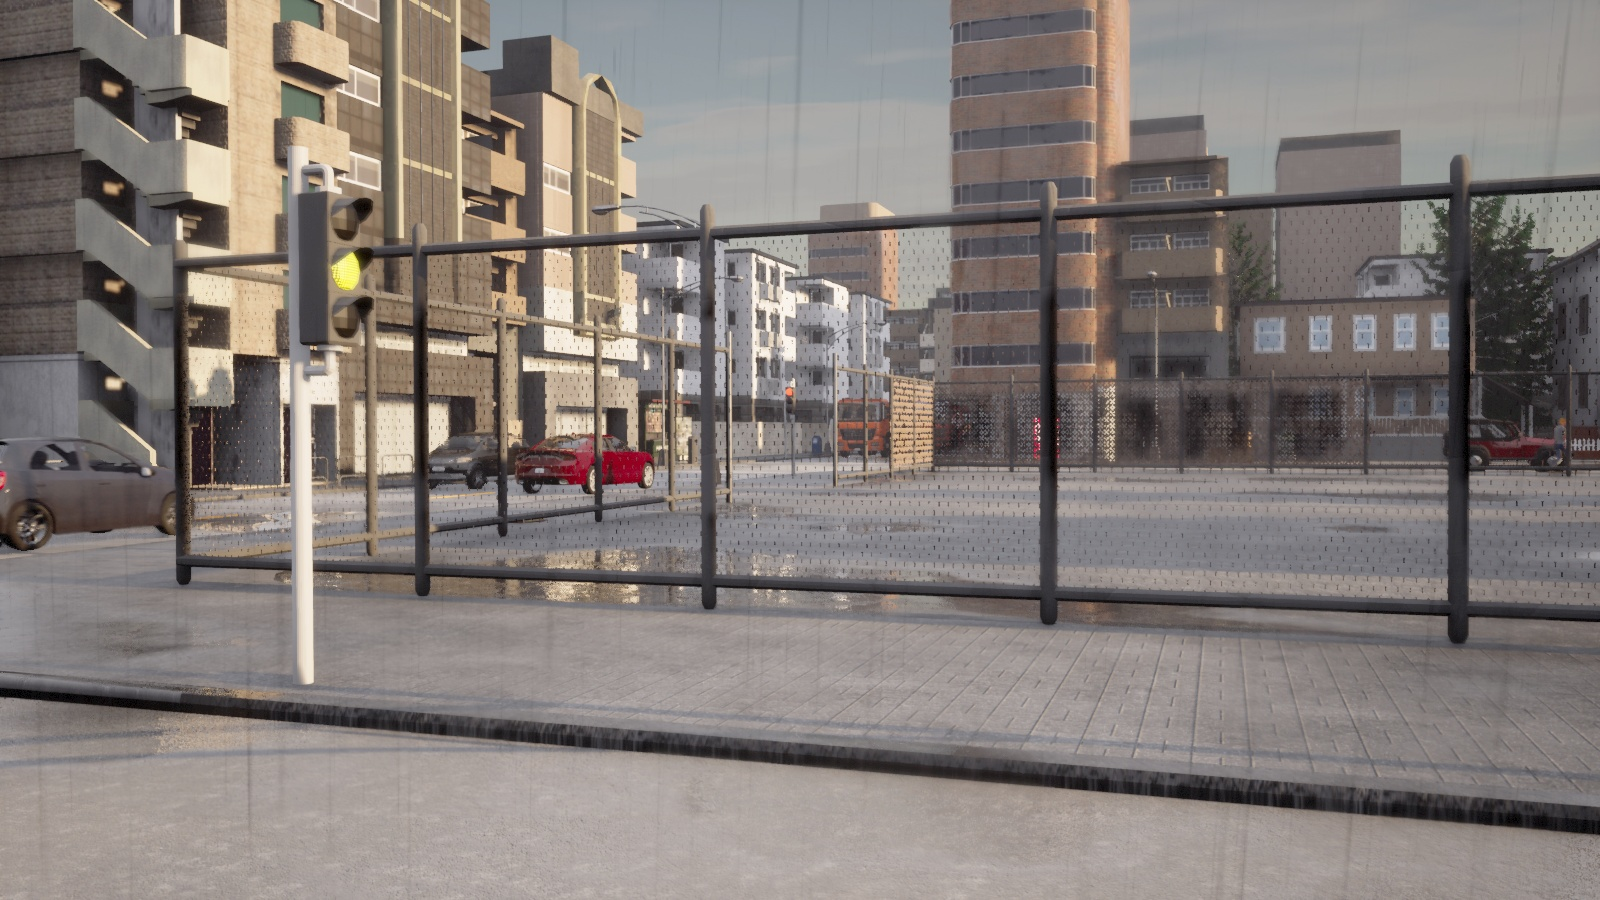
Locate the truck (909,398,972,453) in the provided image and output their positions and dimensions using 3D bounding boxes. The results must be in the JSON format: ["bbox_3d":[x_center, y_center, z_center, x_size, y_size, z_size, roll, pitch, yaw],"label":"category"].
[{"bbox_3d":[10.383,-1.776,92.243,2.891,3.827,8.468,1,1,18],"label":"truck"}]

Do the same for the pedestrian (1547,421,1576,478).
[{"bbox_3d":[24.307,-0.016,40.088,0.706,1.836,0.354,0,1,-9],"label":"pedestrian"}]

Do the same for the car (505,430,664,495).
[{"bbox_3d":[-5.473,0.262,32.603,1.882,1.535,5.008,1,1,19],"label":"car"}]

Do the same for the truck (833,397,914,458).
[{"bbox_3d":[4.478,-1.336,74.755,2.891,3.462,7.936,1,1,18],"label":"truck"}]

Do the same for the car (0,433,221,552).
[{"bbox_3d":[-10.391,0.514,17.973,1.845,1.501,3.633,0,1,17],"label":"car"}]

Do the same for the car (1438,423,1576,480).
[{"bbox_3d":[24.330,0.019,43.354,3.866,1.878,1.905,1,1,19],"label":"car"}]

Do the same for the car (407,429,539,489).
[{"bbox_3d":[-8.972,0.215,34.732,1.789,1.549,3.705,1,1,19],"label":"car"}]
